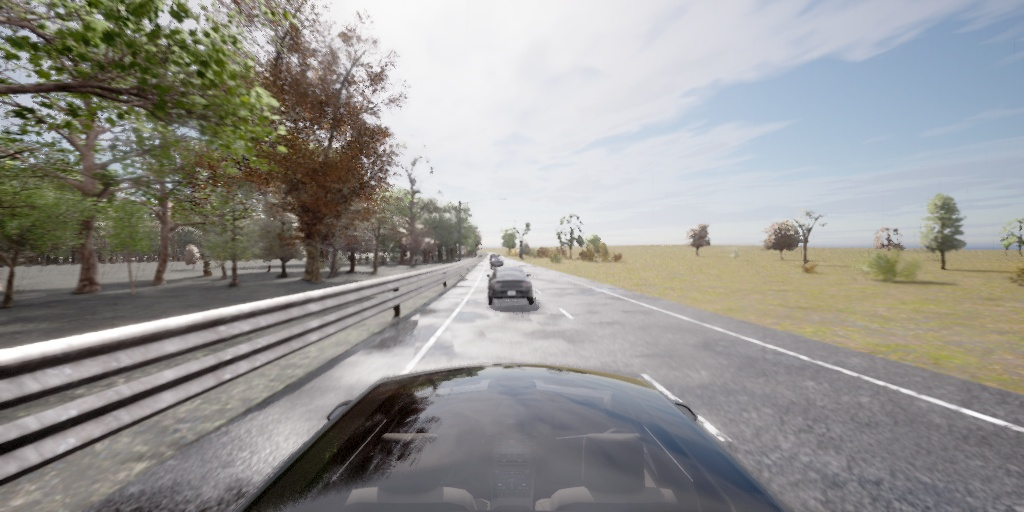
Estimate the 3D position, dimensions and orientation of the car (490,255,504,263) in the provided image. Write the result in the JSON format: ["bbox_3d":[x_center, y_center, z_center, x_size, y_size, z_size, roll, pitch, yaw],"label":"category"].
[{"bbox_3d":[-2.020,0.974,48.849,2.128,1.511,4.902,0,0,-3],"label":"car"}]

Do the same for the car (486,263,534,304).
[{"bbox_3d":[-0.139,1.202,15.627,1.812,1.442,4.674,0,0,-3],"label":"car"}]
